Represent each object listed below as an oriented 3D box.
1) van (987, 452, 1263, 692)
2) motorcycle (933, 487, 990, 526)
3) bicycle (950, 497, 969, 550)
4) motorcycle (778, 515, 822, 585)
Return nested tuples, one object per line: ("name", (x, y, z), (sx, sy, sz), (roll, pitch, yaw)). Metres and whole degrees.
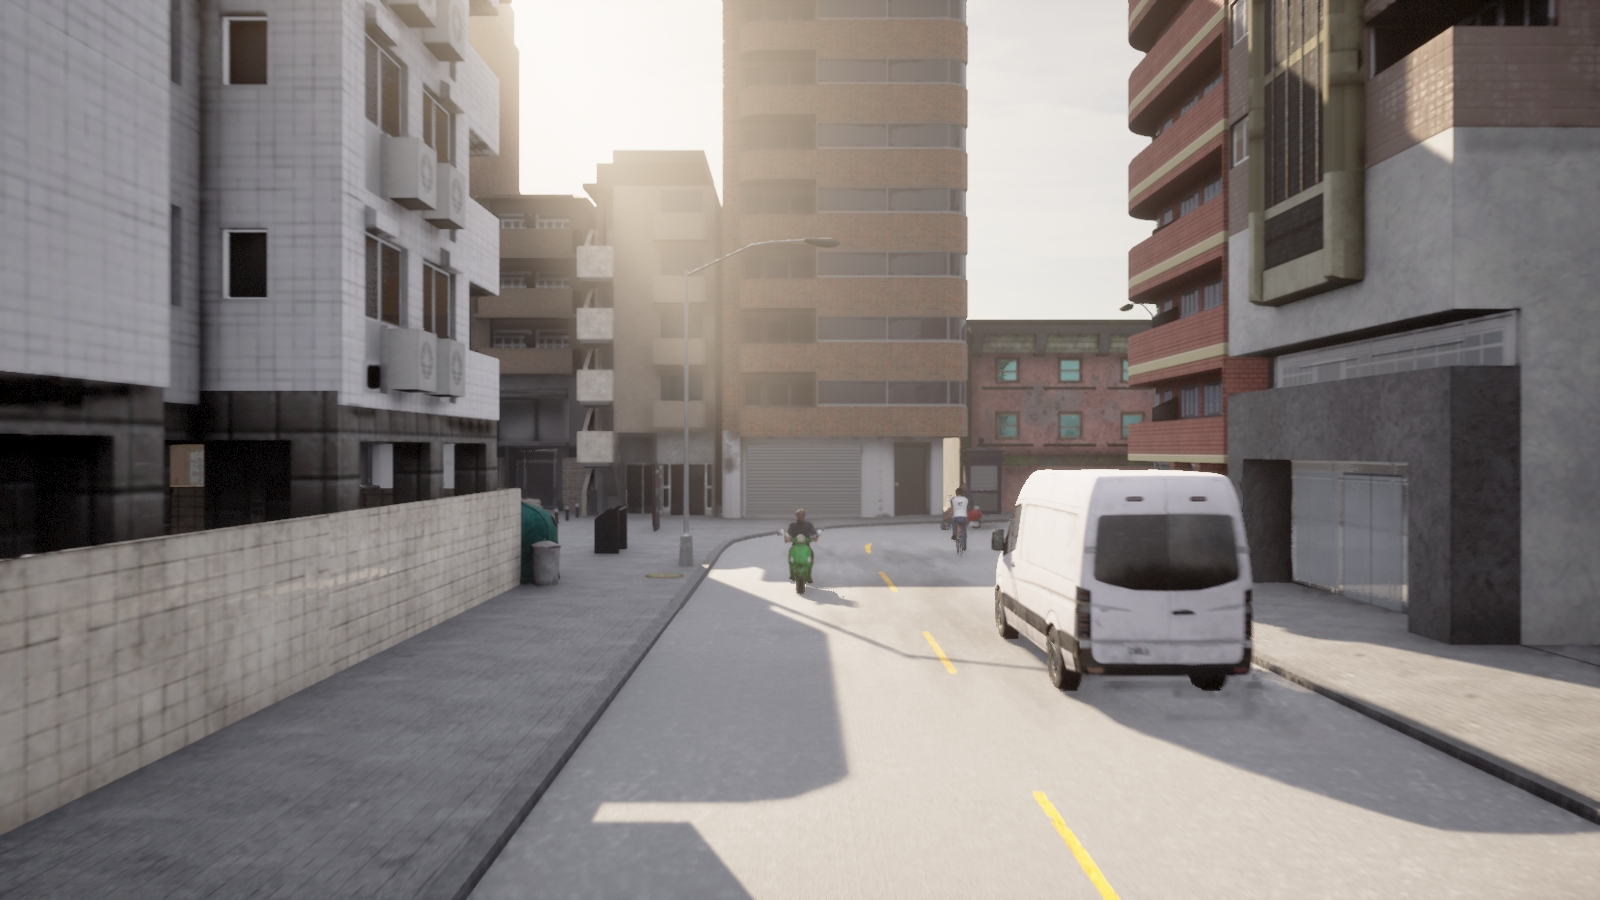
("van", (3.976, 1.315, 15.217), (1.988, 2.561, 5.915), (0, 0, 0))
("motorcycle", (5.646, 1.965, 39.853), (1.805, 1.236, 0.856), (0, 2, -29))
("bicycle", (4.222, 1.936, 30.291), (0.373, 1.296, 1.643), (0, 0, 4))
("motorcycle", (0.002, 1.962, 22.825), (0.856, 1.236, 1.805), (0, 0, 0))
